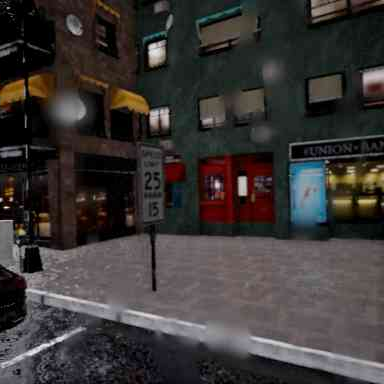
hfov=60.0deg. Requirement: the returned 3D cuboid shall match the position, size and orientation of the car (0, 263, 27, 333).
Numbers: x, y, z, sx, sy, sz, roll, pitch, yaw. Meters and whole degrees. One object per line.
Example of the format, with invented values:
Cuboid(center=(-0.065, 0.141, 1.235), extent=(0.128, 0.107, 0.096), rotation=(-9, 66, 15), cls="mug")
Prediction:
Cuboid(center=(-4.580, 1.577, 5.501), extent=(4.313, 1.339, 1.947), rotation=(-1, 0, 30), cls="car")
